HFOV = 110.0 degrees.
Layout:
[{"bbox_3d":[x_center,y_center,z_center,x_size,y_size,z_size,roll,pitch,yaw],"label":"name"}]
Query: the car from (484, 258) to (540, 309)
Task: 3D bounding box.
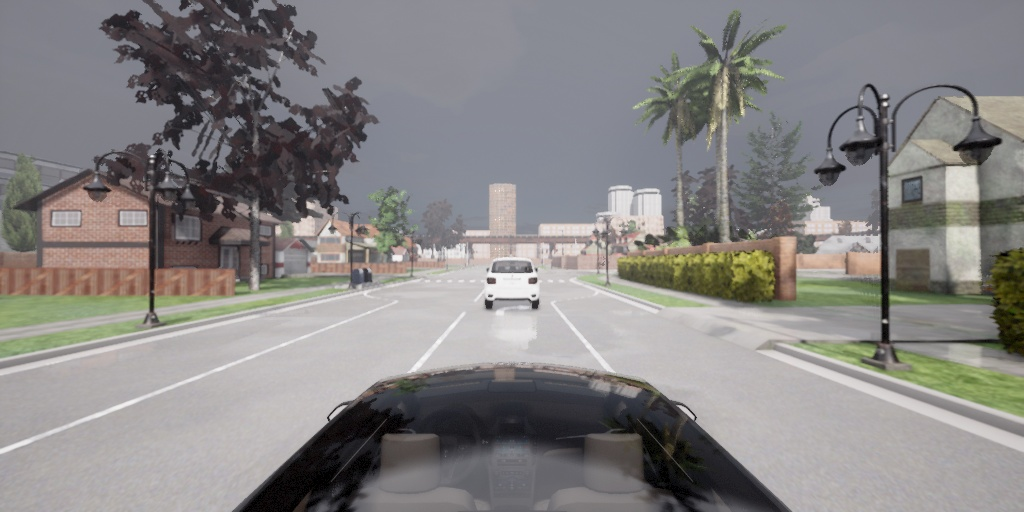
[{"bbox_3d":[0.004,1.098,15.867,2.150,2.045,5.566,0,0,0],"label":"car"}]
